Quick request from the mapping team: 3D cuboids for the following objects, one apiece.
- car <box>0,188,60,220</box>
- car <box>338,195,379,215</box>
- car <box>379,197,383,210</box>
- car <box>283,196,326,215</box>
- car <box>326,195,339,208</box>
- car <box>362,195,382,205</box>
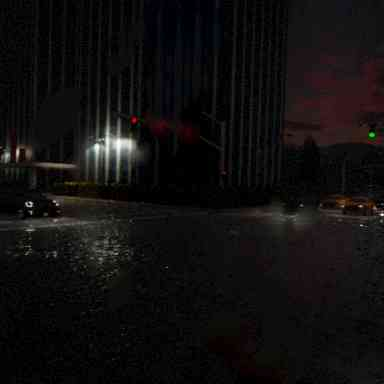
[{"bbox_3d":[-9.908,0.592,19.812,4.553,1.767,2.097,3,2,36],"label":"car"},{"bbox_3d":[15.424,1.214,30.704,1.882,1.535,5.008,3,2,39],"label":"car"},{"bbox_3d":[21.356,1.270,38.001,1.812,1.442,4.674,3,2,39],"label":"car"},{"bbox_3d":[9.718,1.079,29.244,1.882,1.535,5.008,3,2,39],"label":"car"},{"bbox_3d":[16.131,1.088,37.128,1.882,1.535,5.008,3,2,39],"label":"car"},{"bbox_3d":[27.976,1.229,51.550,1.895,1.301,4.718,3,2,39],"label":"car"}]
